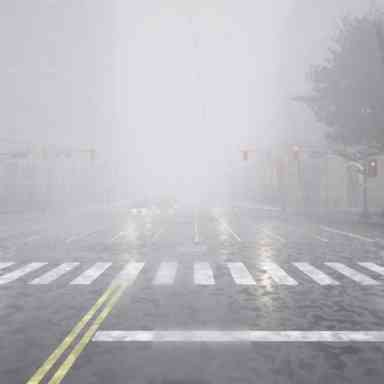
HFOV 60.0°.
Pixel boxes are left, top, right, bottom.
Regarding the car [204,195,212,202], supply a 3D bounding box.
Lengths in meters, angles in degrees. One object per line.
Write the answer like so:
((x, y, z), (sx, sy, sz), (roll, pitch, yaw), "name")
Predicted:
((3.691, 1.525, 78.514), (2.128, 1.511, 4.902), (0, 0, 1), "car")

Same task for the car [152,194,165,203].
((-6.908, 1.352, 69.249), (2.097, 1.767, 4.553), (0, 0, 1), "car")

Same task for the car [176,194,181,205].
((-3.568, 1.223, 58.350), (2.150, 2.045, 5.566), (0, 0, 0), "car")

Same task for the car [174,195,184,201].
((-3.250, 1.539, 84.237), (2.033, 1.411, 5.357), (0, 0, 1), "car")

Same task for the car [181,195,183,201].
((-3.407, 1.522, 69.371), (2.128, 1.511, 4.902), (0, 0, 1), "car")

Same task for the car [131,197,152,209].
((-7.090, 1.564, 45.875), (1.994, 1.385, 4.181), (0, 0, 0), "car")

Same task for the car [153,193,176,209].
((-3.591, 1.351, 44.401), (2.097, 1.767, 4.553), (0, 0, 0), "car")
